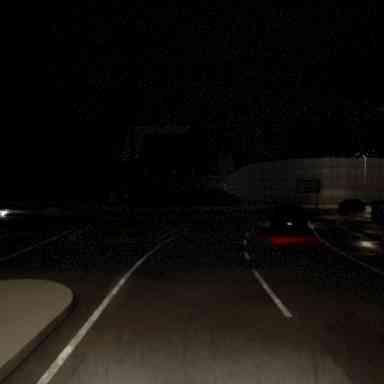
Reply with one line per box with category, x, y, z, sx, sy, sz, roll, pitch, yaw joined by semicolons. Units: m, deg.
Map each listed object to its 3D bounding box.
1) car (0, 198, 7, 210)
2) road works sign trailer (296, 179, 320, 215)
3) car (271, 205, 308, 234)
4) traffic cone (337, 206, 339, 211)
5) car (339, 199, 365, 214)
car;-25.031;1.499;42.504;2.128;1.511;4.902;0;0;-40
road works sign trailer;12.016;0.468;34.207;2.380;3.560;2.880;0;0;35
car;5.654;1.480;19.447;1.882;1.535;5.008;0;0;15
traffic cone;17.228;1.959;39.111;0.340;0.580;0.340;0;0;35
car;17.495;1.481;36.261;1.882;1.535;5.008;0;0;38
